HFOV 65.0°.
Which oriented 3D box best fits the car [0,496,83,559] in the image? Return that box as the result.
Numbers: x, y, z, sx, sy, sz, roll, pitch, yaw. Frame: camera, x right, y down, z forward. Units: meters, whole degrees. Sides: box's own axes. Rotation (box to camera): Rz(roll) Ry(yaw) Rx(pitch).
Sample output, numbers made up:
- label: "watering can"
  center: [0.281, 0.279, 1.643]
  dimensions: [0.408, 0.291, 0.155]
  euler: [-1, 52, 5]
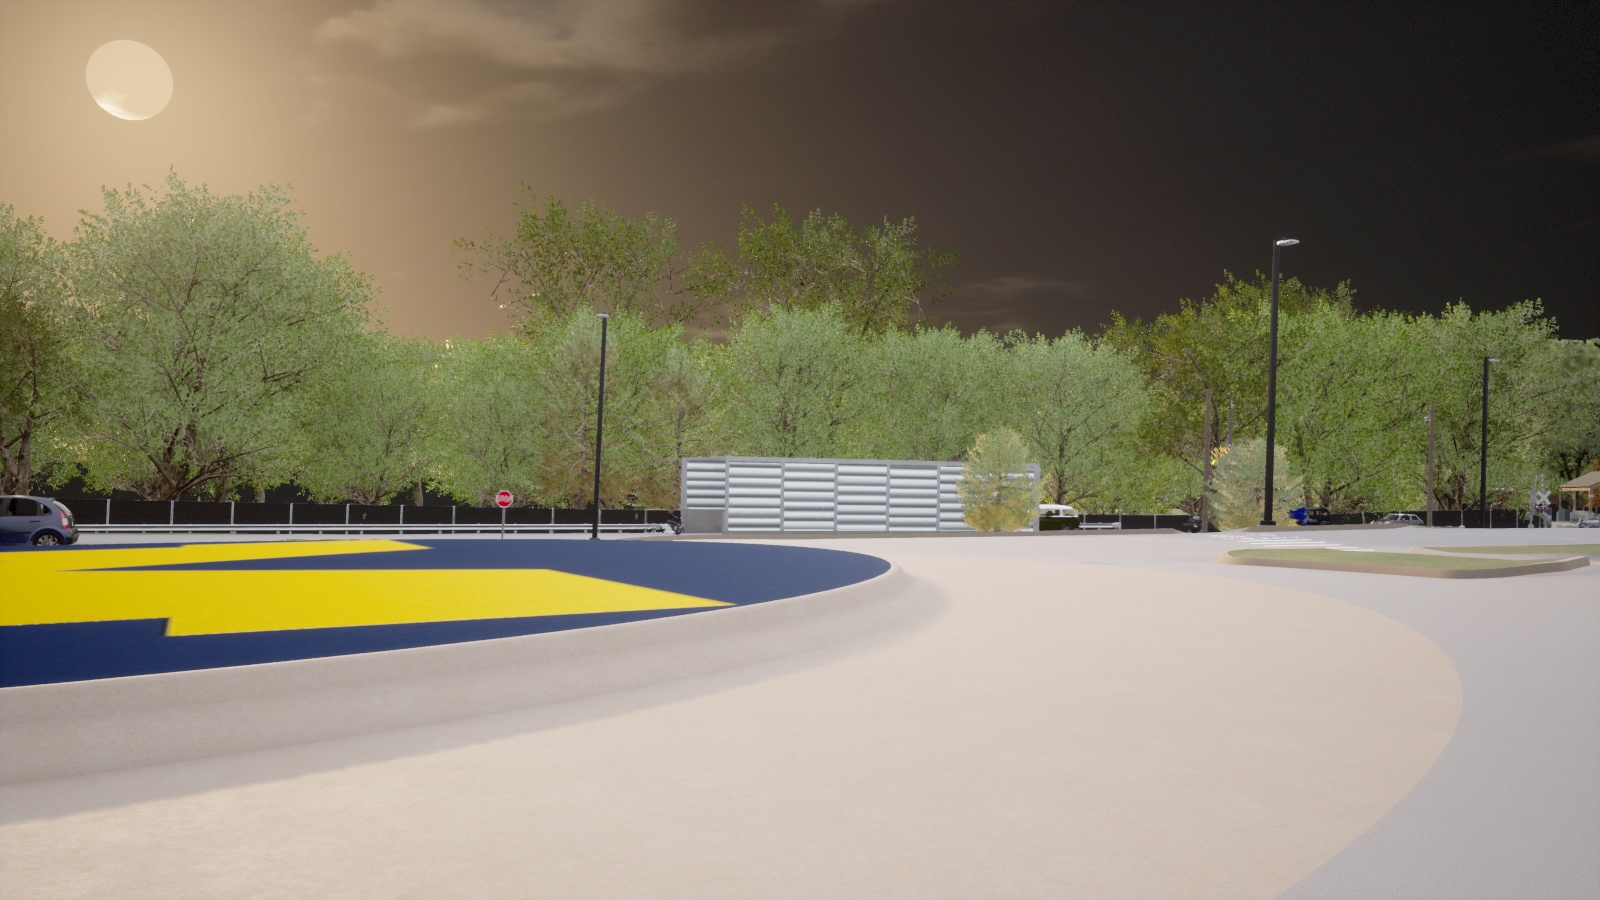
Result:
- label: "car"
  center: [-21.732, 2.070, 33.839]
  dimensions: [3.988, 1.617, 1.851]
  euler: [2, -1, -24]

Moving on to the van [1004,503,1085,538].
- label: "van"
  center: [14.991, 4.277, 76.976]
  dimensions: [4.480, 2.038, 2.069]
  euler: [1, -1, -22]

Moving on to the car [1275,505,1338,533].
- label: "car"
  center: [35.730, 4.847, 88.595]
  dimensions: [3.866, 1.878, 1.905]
  euler: [1, -1, -21]

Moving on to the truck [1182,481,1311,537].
- label: "truck"
  center: [29.342, 3.871, 82.542]
  dimensions: [7.936, 3.462, 2.891]
  euler: [1, -1, -21]
